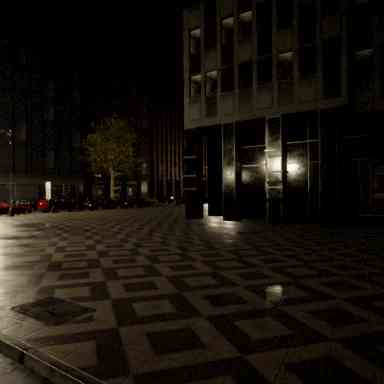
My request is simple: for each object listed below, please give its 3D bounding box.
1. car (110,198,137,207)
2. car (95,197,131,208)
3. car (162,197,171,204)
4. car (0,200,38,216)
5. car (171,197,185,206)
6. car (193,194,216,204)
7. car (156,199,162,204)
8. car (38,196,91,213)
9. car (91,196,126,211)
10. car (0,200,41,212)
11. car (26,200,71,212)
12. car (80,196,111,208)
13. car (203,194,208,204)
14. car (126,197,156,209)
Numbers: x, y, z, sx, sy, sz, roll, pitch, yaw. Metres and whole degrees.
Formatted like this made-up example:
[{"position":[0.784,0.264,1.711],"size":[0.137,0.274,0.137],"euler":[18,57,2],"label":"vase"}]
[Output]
[{"position":[-11.086,1.614,53.941],"size":[1.802,1.307,4.206],"euler":[-1,0,35],"label":"car"},{"position":[-11.480,1.501,48.519],"size":[2.128,1.511,4.902],"euler":[-1,0,35],"label":"car"},{"position":[-4.660,1.575,63.211],"size":[1.947,1.339,4.313],"euler":[-1,0,35],"label":"car"},{"position":[-16.934,1.577,30.544],"size":[1.802,1.307,4.206],"euler":[-1,0,35],"label":"car"},{"position":[-0.872,1.463,53.714],"size":[1.887,1.381,4.507],"euler":[-1,0,35],"label":"car"},{"position":[2.424,1.284,62.996],"size":[2.097,1.767,4.553],"euler":[-1,0,35],"label":"car"},{"position":[-7.970,1.545,58.435],"size":[1.752,1.417,4.829],"euler":[-1,0,35],"label":"car"},{"position":[-13.724,1.291,35.179],"size":[2.192,1.841,5.009],"euler":[-1,0,35],"label":"car"},{"position":[-10.509,1.525,39.812],"size":[1.947,1.339,4.313],"euler":[-1,0,35],"label":"car"},{"position":[-20.725,1.643,40.038],"size":[1.947,1.339,4.313],"euler":[-1,0,35],"label":"car"},{"position":[-17.232,1.639,40.246],"size":[1.895,1.301,4.718],"euler":[-1,0,35],"label":"car"},{"position":[-14.301,1.485,49.306],"size":[1.967,1.590,4.097],"euler":[-1,0,35],"label":"car"},{"position":[2.340,1.223,58.349],"size":[2.192,1.841,5.009],"euler":[-1,0,35],"label":"car"},{"position":[-7.297,1.510,44.445],"size":[1.947,1.339,4.313],"euler":[-1,0,35],"label":"car"}]
